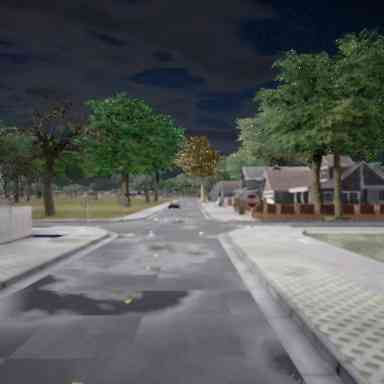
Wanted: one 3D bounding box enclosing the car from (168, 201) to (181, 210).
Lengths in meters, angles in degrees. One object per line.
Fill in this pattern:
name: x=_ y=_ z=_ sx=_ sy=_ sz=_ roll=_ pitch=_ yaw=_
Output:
car: x=-2.749 y=2.168 z=53.080 sx=1.895 sy=1.301 sz=4.718 roll=0 pitch=0 yaw=0
